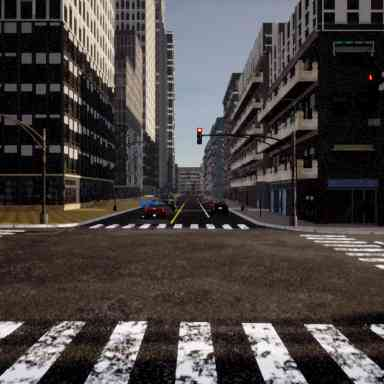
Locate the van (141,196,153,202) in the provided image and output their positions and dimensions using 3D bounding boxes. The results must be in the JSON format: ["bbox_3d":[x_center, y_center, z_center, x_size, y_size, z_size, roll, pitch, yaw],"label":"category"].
[{"bbox_3d":[-5.680,1.346,43.751,1.690,1.788,3.998,0,0,0],"label":"van"}]

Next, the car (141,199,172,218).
[{"bbox_3d":[-3.093,1.603,29.586,1.895,1.301,4.718,0,0,0],"label":"car"}]

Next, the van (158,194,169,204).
[{"bbox_3d":[-5.673,1.353,66.367,1.690,1.788,3.998,0,0,0],"label":"van"}]

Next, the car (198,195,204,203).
[{"bbox_3d":[2.707,1.560,60.712,2.008,1.369,4.403,0,0,0],"label":"car"}]

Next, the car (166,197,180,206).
[{"bbox_3d":[-3.067,1.571,54.327,1.994,1.385,4.181,0,0,-1],"label":"car"}]

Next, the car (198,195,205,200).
[{"bbox_3d":[2.717,1.590,94.637,1.947,1.339,4.313,0,0,0],"label":"car"}]

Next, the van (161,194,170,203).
[{"bbox_3d":[-5.671,1.355,72.022,1.690,1.788,3.998,0,0,0],"label":"van"}]

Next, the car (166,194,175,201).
[{"bbox_3d":[-5.665,1.336,88.986,2.192,1.841,5.009,0,0,0],"label":"car"}]

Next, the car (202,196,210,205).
[{"bbox_3d":[2.701,1.549,43.749,1.887,1.381,4.507,0,0,0],"label":"car"}]

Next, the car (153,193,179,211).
[{"bbox_3d":[-3.091,1.219,40.756,2.150,2.045,5.566,0,1,0],"label":"car"}]

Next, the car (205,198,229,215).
[{"bbox_3d":[2.699,1.568,33.782,1.947,1.339,4.313,0,0,0],"label":"car"}]

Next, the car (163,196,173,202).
[{"bbox_3d":[-5.668,1.567,77.676,2.008,1.369,4.403,0,0,0],"label":"car"}]
